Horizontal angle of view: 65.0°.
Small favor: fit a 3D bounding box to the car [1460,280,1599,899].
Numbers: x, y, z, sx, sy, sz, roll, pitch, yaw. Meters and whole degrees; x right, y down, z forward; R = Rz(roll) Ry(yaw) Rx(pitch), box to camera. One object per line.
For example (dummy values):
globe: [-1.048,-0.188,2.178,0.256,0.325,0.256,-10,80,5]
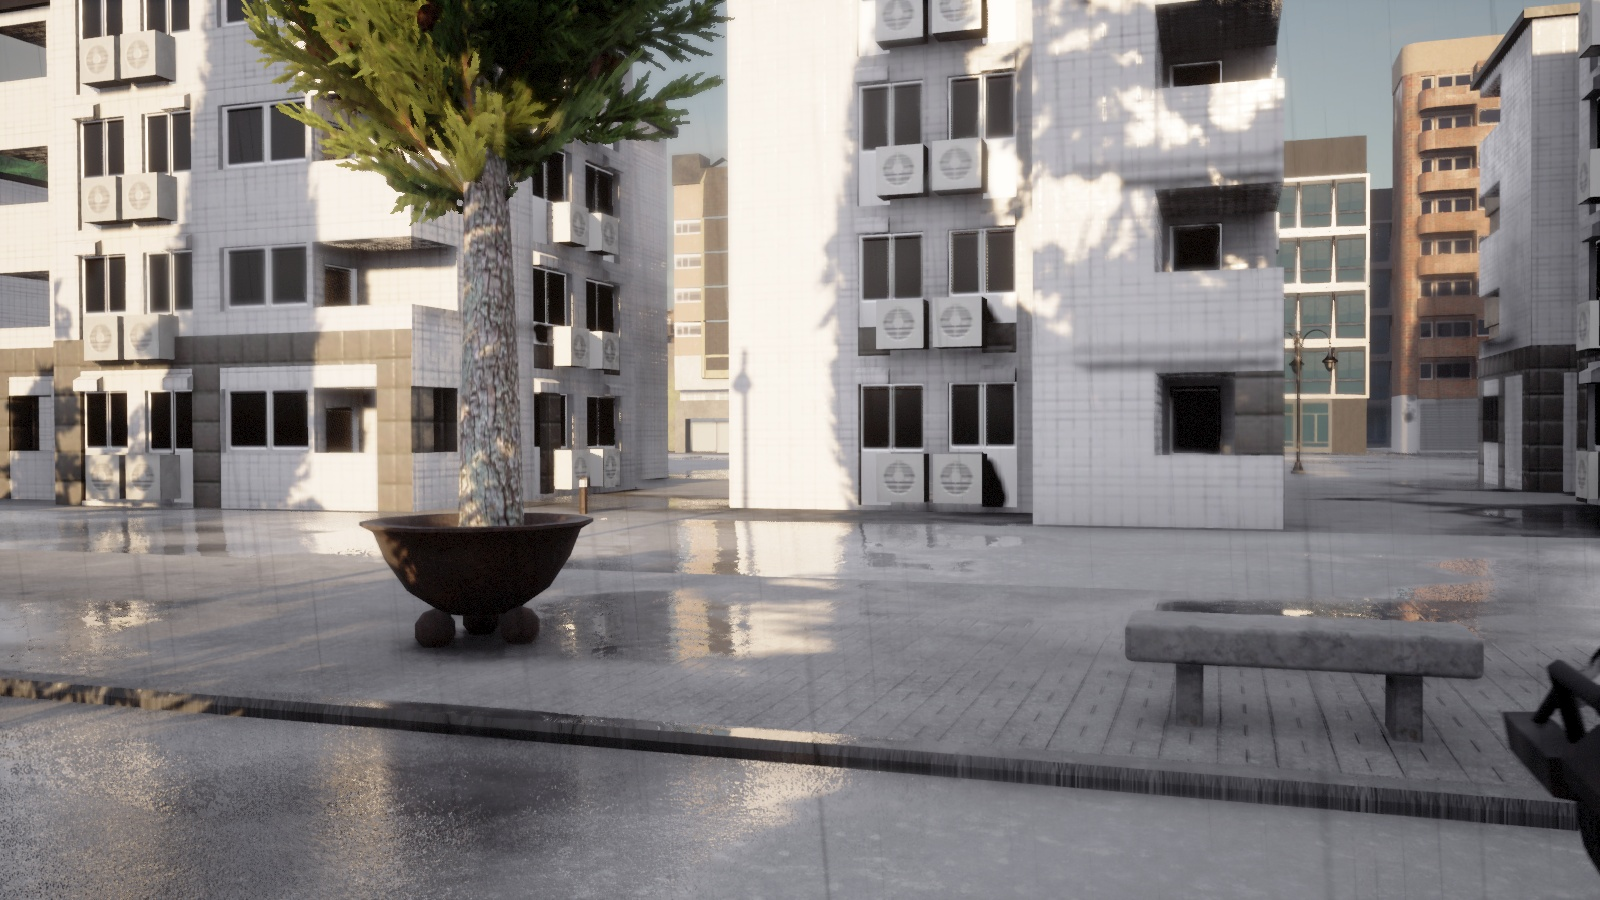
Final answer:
car: [3.646,0.596,2.490,3.866,1.878,1.905,0,1,19]
